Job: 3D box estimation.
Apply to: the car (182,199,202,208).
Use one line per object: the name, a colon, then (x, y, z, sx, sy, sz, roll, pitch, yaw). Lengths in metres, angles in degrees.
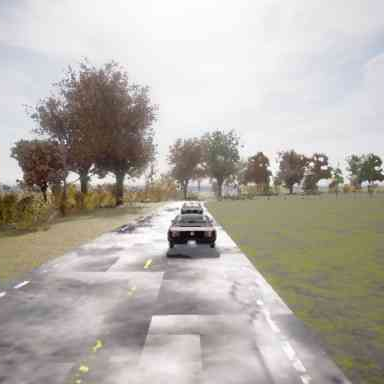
car: (0.000, 1.596, 29.684, 1.895, 1.301, 4.718, 0, 0, 0)

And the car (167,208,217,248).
car: (0.000, 1.611, 14.683, 1.895, 1.301, 4.718, 0, 0, 0)

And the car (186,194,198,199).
car: (0.081, 1.173, 77.061, 1.882, 1.535, 5.008, 0, 0, 14)
